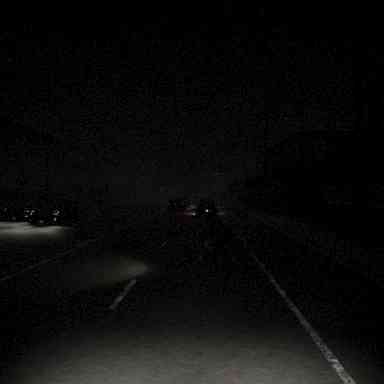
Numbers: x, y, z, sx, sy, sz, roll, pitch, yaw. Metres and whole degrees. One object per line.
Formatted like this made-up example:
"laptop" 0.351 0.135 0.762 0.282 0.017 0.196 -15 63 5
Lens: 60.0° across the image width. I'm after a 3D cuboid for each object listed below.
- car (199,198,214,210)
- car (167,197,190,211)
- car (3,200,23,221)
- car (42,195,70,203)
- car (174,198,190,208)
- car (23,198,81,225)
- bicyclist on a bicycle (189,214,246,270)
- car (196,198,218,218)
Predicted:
"car" 1.908 1.504 43.210 1.837 1.490 4.892 0 0 3
"car" -1.754 1.352 40.024 2.097 1.767 4.553 0 0 3
"car" -13.007 1.351 26.724 2.097 1.767 4.553 0 0 3
"car" -27.861 1.452 68.365 2.038 1.542 4.974 0 0 31
"car" -1.412 1.564 48.680 1.994 1.385 4.181 0 0 3
"car" -9.652 1.352 23.743 2.097 1.767 4.553 0 0 2
"bicyclist on a bicycle" 0.702 1.454 9.518 1.656 1.620 0.582 -2 0 2
"car" 1.349 1.564 30.301 1.994 1.385 4.181 0 0 2
